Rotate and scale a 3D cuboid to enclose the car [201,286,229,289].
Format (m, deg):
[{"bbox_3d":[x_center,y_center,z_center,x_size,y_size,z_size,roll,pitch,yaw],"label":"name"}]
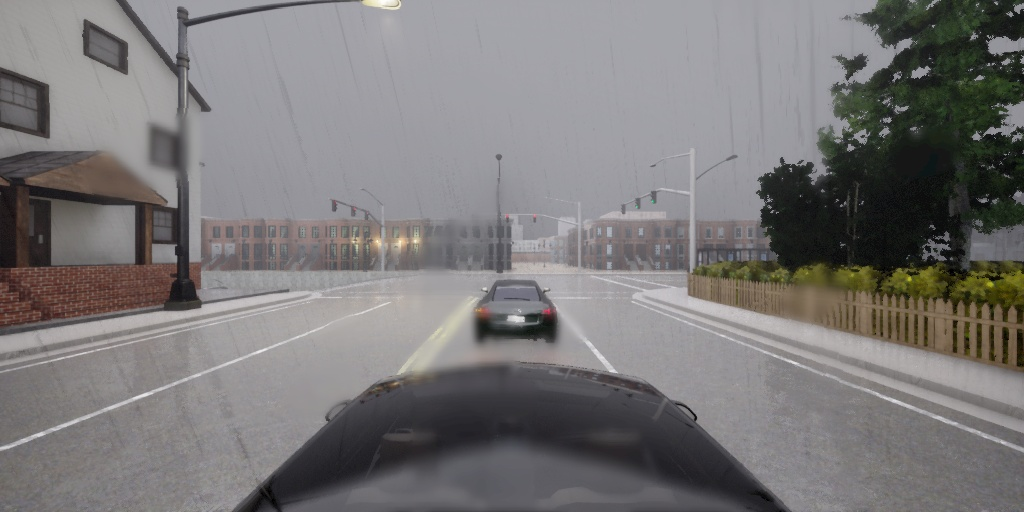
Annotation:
[{"bbox_3d":[-22.526,3.330,26.865,5.566,2.045,2.150,-13,1,-1],"label":"car"}]

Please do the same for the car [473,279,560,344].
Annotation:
[{"bbox_3d":[0.102,1.314,9.612,1.994,1.385,4.181,0,0,0],"label":"car"}]
